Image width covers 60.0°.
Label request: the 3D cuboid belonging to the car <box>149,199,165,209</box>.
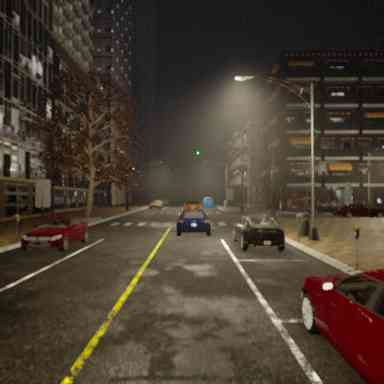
[{"bbox_3d":[-5.806,1.979,52.997,1.752,1.417,4.829,1,0,0],"label":"car"}]

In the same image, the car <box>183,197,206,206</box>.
[{"bbox_3d":[0.103,1.681,37.060,2.097,1.767,4.553,0,-1,0],"label":"car"}]

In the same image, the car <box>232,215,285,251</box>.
[{"bbox_3d":[2.811,1.685,14.585,2.008,1.369,4.403,1,0,0],"label":"car"}]

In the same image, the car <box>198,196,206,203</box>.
[{"bbox_3d":[2.711,2.052,92.090,2.192,1.841,5.009,1,0,0],"label":"car"}]

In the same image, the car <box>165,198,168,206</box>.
[{"bbox_3d":[-5.806,2.044,58.179,2.008,1.369,4.403,1,0,0],"label":"car"}]

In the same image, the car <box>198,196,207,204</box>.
[{"bbox_3d":[2.711,2.013,86.433,2.192,1.841,5.009,1,0,0],"label":"car"}]

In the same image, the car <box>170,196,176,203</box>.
[{"bbox_3d":[-5.669,2.013,86.467,2.192,1.841,5.009,1,0,0],"label":"car"}]

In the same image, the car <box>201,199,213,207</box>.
[{"bbox_3d":[2.817,2.087,63.808,2.008,1.369,4.403,1,0,0],"label":"car"}]

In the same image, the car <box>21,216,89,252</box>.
[{"bbox_3d":[-5.793,1.716,14.586,1.802,1.307,4.206,1,-1,0],"label":"car"}]

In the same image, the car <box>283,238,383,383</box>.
[{"bbox_3d":[2.699,1.583,3.961,1.887,1.381,4.507,1,-1,0],"label":"car"}]

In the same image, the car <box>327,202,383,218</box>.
[{"bbox_3d":[15.118,1.684,30.086,4.507,1.381,1.887,0,-1,1],"label":"car"}]

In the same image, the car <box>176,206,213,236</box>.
[{"bbox_3d":[0.101,1.744,19.908,1.994,1.385,4.181,0,-1,0],"label":"car"}]

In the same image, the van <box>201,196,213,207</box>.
[{"bbox_3d":[2.837,1.835,58.149,1.690,1.788,3.998,1,0,0],"label":"van"}]

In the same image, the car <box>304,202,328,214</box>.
[{"bbox_3d":[15.200,1.858,38.464,4.403,1.369,2.008,0,-1,1],"label":"car"}]

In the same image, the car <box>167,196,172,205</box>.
[{"bbox_3d":[-5.741,2.102,69.327,1.752,1.417,4.829,1,0,0],"label":"car"}]
